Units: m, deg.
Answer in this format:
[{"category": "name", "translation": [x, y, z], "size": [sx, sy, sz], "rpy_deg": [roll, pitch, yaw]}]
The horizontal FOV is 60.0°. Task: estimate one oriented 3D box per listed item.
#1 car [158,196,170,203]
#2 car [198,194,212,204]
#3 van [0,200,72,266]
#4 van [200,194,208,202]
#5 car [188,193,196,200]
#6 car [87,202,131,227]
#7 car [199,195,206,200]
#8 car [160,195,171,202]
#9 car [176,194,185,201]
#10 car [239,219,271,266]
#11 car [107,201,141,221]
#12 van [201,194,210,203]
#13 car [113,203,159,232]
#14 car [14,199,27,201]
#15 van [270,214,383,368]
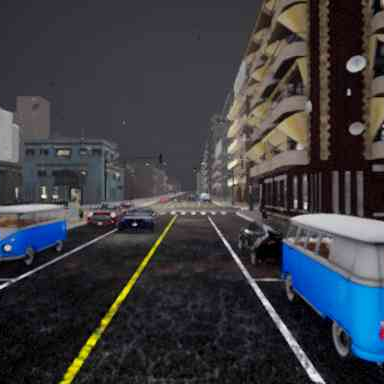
[{"category": "car", "translation": [-5.692, 1.528, 66.218], "size": [1.802, 1.307, 4.206], "rpy_deg": [1, 0, 0]}, {"category": "car", "translation": [2.690, 1.506, 60.675], "size": [2.008, 1.369, 4.403], "rpy_deg": [1, 0, 0]}, {"category": "van", "translation": [-5.646, 1.339, 11.216], "size": [1.690, 1.788, 3.998], "rpy_deg": [1, 0, 0]}, {"category": "van", "translation": [2.691, 1.270, 77.417], "size": [1.690, 1.788, 3.998], "rpy_deg": [1, 0, 0]}, {"category": "car", "translation": [-0.017, 1.448, 90.125], "size": [1.994, 1.385, 4.181], "rpy_deg": [0, 0, 0]}, {"category": "car", "translation": [-5.649, 1.433, 22.508], "size": [1.967, 1.590, 4.097], "rpy_deg": [1, 0, 0]}, {"category": "car", "translation": [2.686, 1.433, 88.748], "size": [1.752, 1.417, 4.829], "rpy_deg": [1, 0, 0]}, {"category": "car", "translation": [-5.692, 1.482, 71.798], "size": [1.887, 1.381, 4.507], "rpy_deg": [1, 0, 0]}, {"category": "car", "translation": [-3.016, 1.413, 85.805], "size": [1.837, 1.490, 4.892], "rpy_deg": [0, 0, 0]}, {"category": "car", "translation": [2.698, 1.564, 11.251], "size": [1.947, 1.339, 4.313], "rpy_deg": [1, 0, 0]}, {"category": "car", "translation": [-5.652, 1.535, 28.154], "size": [1.887, 1.381, 4.507], "rpy_deg": [1, 0, 0]}, {"category": "van", "translation": [2.692, 1.287, 66.254], "size": [1.690, 1.788, 3.998], "rpy_deg": [1, 0, 0]}, {"category": "car", "translation": [-3.088, 1.558, 19.849], "size": [1.994, 1.385, 4.181], "rpy_deg": [0, 0, 0]}, {"category": "car", "translation": [-25.208, 1.712, 48.540], "size": [4.313, 1.339, 1.947], "rpy_deg": [0, -1, 1]}, {"category": "van", "translation": [2.703, 1.341, 5.605], "size": [1.690, 1.788, 3.998], "rpy_deg": [1, 0, 0]}]
